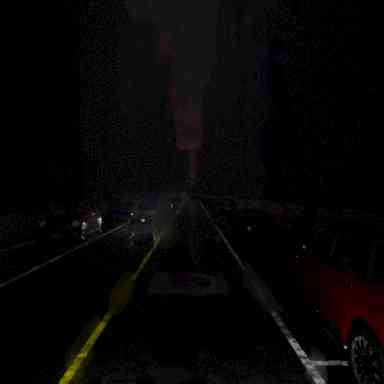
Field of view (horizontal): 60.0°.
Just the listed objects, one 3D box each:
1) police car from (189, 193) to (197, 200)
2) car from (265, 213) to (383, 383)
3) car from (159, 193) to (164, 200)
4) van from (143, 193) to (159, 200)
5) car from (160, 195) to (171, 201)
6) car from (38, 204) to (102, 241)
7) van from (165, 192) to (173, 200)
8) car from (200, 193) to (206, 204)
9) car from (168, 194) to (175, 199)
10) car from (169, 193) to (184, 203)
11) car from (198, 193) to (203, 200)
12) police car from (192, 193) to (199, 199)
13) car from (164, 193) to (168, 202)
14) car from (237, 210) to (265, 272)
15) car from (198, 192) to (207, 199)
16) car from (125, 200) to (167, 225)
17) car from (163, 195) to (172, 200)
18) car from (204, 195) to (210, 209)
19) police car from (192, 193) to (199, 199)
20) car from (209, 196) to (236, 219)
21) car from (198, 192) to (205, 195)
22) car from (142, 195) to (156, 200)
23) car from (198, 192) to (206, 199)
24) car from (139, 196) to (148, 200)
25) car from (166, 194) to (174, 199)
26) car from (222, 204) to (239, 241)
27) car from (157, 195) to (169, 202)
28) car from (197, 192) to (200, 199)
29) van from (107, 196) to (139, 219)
[{"bbox_3d":[0.888,1.112,79.492,1.930,1.638,5.238,0,0,0],"label":"police car"},{"bbox_3d":[2.759,1.294,4.857,2.192,1.841,5.009,0,0,0],"label":"car"},{"bbox_3d":[-5.773,1.235,49.939,1.967,1.590,4.097,0,0,0],"label":"car"},{"bbox_3d":[-5.773,1.158,44.303,1.690,1.788,3.998,0,0,0],"label":"van"},{"bbox_3d":[-5.777,1.262,72.486,2.008,1.369,4.403,0,0,0],"label":"car"},{"bbox_3d":[-5.768,1.371,16.121,1.967,1.590,4.097,0,0,0],"label":"car"},{"bbox_3d":[-5.779,1.014,83.759,1.690,1.788,3.998,0,0,0],"label":"van"},{"bbox_3d":[2.751,1.356,55.584,1.802,1.307,4.206,0,0,0],"label":"car"},{"bbox_3d":[-5.780,1.220,95.033,1.802,1.307,4.206,0,0,0],"label":"car"},{"bbox_3d":[-3.031,1.349,63.722,1.895,1.301,4.718,0,0,1],"label":"car"},{"bbox_3d":[2.750,1.313,66.857,1.802,1.307,4.206,0,0,0],"label":"car"},{"bbox_3d":[0.853,1.062,95.492,1.930,1.638,5.238,0,0,0],"label":"police car"},{"bbox_3d":[-5.775,1.089,55.576,2.192,1.841,5.009,0,0,0],"label":"car"},{"bbox_3d":[2.759,1.500,10.495,1.887,1.381,4.507,0,0,0],"label":"car"},{"bbox_3d":[2.744,0.970,89.400,2.192,1.841,5.009,0,0,0],"label":"car"},{"bbox_3d":[-3.104,1.501,23.353,1.895,1.301,4.718,0,0,0],"label":"car"},{"bbox_3d":[-5.777,1.273,78.124,1.802,1.307,4.206,0,0,0],"label":"car"},{"bbox_3d":[2.754,1.404,38.675,1.947,1.339,4.313,0,0,0],"label":"car"},{"bbox_3d":[0.854,1.080,89.493,1.930,1.638,5.238,0,0,0],"label":"police car"},{"bbox_3d":[2.756,1.324,27.402,1.967,1.590,4.097,0,0,0],"label":"car"},{"bbox_3d":[2.748,1.293,72.494,1.802,1.307,4.206,0,0,0],"label":"car"},{"bbox_3d":[-5.771,1.389,38.667,2.008,1.369,4.403,0,0,0],"label":"car"},{"bbox_3d":[2.743,0.953,95.037,2.192,1.841,5.009,0,0,0],"label":"car"},{"bbox_3d":[-5.770,1.387,32.861,1.752,1.417,4.829,0,0,0],"label":"car"},{"bbox_3d":[-5.780,1.181,89.226,1.752,1.417,4.829,0,0,0],"label":"car"},{"bbox_3d":[2.758,1.497,16.131,1.947,1.339,4.313,0,0,0],"label":"car"},{"bbox_3d":[-5.775,1.297,66.850,1.947,1.339,4.313,0,0,0],"label":"car"},{"bbox_3d":[2.747,1.132,78.129,1.967,1.590,4.097,0,0,0],"label":"car"},{"bbox_3d":[-5.770,1.225,27.393,1.690,1.788,3.998,0,0,0],"label":"van"}]
